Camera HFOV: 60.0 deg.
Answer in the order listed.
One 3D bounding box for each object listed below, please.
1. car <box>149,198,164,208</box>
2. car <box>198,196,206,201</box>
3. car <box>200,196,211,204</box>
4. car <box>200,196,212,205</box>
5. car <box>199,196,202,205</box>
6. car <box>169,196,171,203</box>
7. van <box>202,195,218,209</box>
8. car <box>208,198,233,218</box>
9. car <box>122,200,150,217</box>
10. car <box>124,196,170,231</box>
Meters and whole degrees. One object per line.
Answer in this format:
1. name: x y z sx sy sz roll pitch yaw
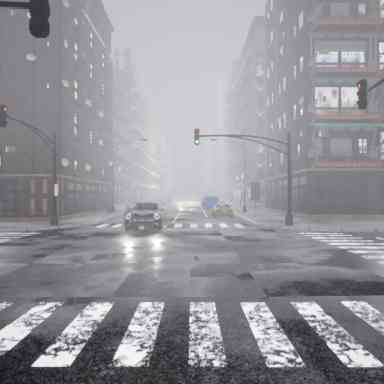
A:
1. car: -5.292 1.613 49.624 1.802 1.307 4.206 1 0 0
2. car: 2.597 1.627 83.617 1.887 1.381 4.507 1 0 0
3. car: 2.593 1.604 66.649 2.008 1.369 4.403 1 0 0
4. car: 2.592 1.485 60.993 1.967 1.590 4.097 1 0 0
5. car: 2.591 1.346 49.681 2.192 1.841 5.009 1 0 0
6. car: -5.289 1.627 60.940 1.802 1.307 4.206 1 0 0
7. van: 2.622 1.366 44.027 1.690 1.788 3.998 1 0 0
8. car: 2.713 1.537 30.194 1.752 1.417 4.829 1 0 0
9. car: -5.426 1.565 32.651 2.008 1.369 4.403 1 0 0
10. car: -2.743 1.355 20.389 2.097 1.767 4.553 0 0 0
